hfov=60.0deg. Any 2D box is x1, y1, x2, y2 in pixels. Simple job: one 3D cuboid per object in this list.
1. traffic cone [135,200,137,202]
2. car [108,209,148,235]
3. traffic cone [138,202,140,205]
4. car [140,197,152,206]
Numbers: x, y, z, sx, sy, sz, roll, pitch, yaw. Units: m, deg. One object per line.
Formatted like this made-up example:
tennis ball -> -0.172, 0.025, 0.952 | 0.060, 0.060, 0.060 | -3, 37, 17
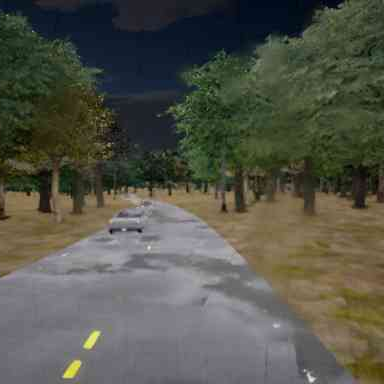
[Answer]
traffic cone -> -11.161, 2.229, 69.651 | 0.340, 0.580, 0.340 | 0, 0, -11
car -> -3.725, 1.726, 19.932 | 1.895, 1.301, 4.718 | 0, 0, -3
traffic cone -> -10.217, 2.235, 64.777 | 0.340, 0.580, 0.340 | 0, 0, -11
car -> -8.395, 1.627, 61.139 | 2.097, 1.767, 4.553 | 0, 0, -9
